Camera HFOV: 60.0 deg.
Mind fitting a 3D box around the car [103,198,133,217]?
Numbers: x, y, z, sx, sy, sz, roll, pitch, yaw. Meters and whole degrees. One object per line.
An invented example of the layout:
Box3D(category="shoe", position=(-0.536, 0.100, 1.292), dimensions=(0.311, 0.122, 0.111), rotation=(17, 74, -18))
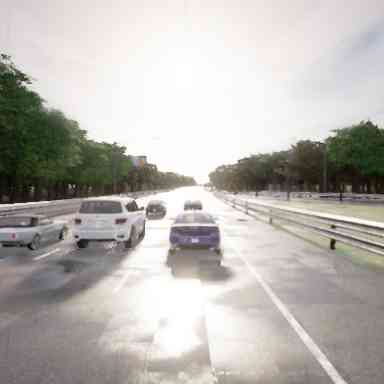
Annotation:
Box3D(category="car", position=(-6.897, 1.430, 31.506), dimensions=(1.837, 1.490, 4.892), rotation=(0, 1, 0))

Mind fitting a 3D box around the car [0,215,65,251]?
Box3D(category="car", position=(-6.898, 1.608, 14.114), dimensions=(1.895, 1.301, 4.718), rotation=(0, 0, 0))

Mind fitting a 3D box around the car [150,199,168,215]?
Box3D(category="car", position=(-3.398, 1.441, 32.437), dimensions=(1.812, 1.442, 4.674), rotation=(0, 1, 0))

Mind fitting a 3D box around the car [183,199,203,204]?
Box3D(category="car", position=(0.103, 1.388, 32.982), dimensions=(1.882, 1.535, 5.008), rotation=(0, 1, 0))

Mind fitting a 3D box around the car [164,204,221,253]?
Box3D(category="car", position=(0.102, 1.485, 13.674), dimensions=(1.882, 1.535, 5.008), rotation=(0, 0, 0))

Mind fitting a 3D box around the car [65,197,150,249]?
Box3D(category="car", position=(-3.399, 1.229, 14.692), dimensions=(2.150, 2.045, 5.566), rotation=(0, 0, 0))
